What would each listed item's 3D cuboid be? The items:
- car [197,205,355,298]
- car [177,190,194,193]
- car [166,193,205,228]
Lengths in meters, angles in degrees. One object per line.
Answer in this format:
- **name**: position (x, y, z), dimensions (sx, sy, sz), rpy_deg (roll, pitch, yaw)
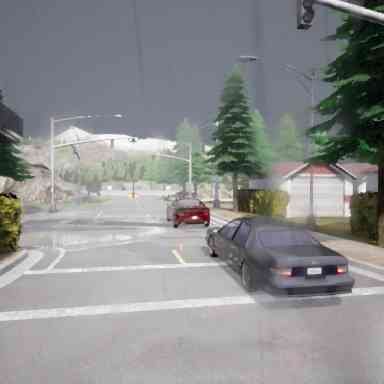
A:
- **car**: position (1.775, 1.366, 8.601), dimensions (2.033, 1.411, 5.357), rpy_deg (0, 3, -11)
- **car**: position (-0.967, 0.386, 70.291), dimensions (4.902, 1.511, 2.128), rpy_deg (0, 1, -11)
- **car**: position (-0.327, 1.059, 18.982), dimensions (1.882, 1.535, 5.008), rpy_deg (-1, 2, -11)
